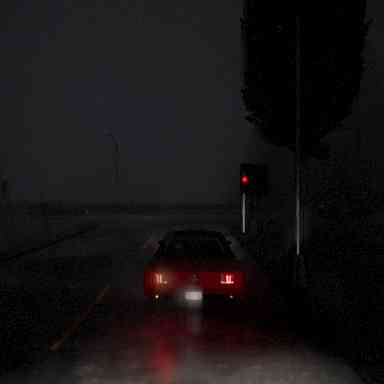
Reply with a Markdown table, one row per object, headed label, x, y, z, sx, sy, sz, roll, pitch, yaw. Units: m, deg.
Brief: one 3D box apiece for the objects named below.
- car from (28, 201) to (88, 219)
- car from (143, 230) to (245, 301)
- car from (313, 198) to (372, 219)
| label | x | y | z | sx | sy | sz | roll | pitch | yaw |
| --- | --- | --- | --- | --- | --- | --- | --- | --- | --- |
| car | -11.610 | 1.492 | 28.835 | 4.902 | 1.511 | 2.128 | 0 | 0 | 0 |
| car | 0.064 | 1.601 | 8.276 | 1.895 | 1.301 | 4.718 | 0 | 0 | 1 |
| car | 12.944 | 1.352 | 28.739 | 4.553 | 1.767 | 2.097 | 0 | 0 | 0 |
